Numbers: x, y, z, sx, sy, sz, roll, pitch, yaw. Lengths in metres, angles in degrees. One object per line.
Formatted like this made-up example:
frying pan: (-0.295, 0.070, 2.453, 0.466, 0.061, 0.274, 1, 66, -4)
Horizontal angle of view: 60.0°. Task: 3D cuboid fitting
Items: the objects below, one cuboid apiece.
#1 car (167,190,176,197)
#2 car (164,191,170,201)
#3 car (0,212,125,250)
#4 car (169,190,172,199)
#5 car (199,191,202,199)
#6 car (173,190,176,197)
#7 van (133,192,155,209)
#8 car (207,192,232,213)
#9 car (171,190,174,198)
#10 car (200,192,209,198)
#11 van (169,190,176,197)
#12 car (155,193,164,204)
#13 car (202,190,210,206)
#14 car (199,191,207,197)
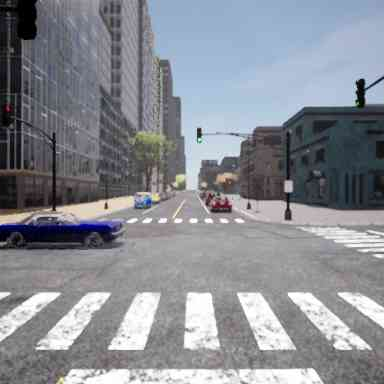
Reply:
car: (-5.494, 0.359, 89.048, 2.192, 1.841, 5.009, 1, 1, 0)
car: (-5.556, 0.931, 60.682, 1.802, 1.307, 4.206, 1, 1, 0)
car: (-5.105, 1.455, 13.086, 4.718, 1.301, 1.895, 0, 1, 1)
car: (-5.544, 0.854, 66.356, 1.947, 1.339, 4.313, 1, 1, 0)
car: (2.840, 0.603, 66.375, 2.192, 1.841, 5.009, 1, 1, 0)
car: (-5.509, 0.656, 83.376, 2.008, 1.369, 4.403, 1, 1, 0)
van: (-5.597, 0.934, 37.985, 1.690, 1.788, 3.998, 1, 1, 0)
car: (2.769, 1.094, 32.334, 1.967, 1.590, 4.097, 1, 1, 0)
car: (-5.533, 0.793, 72.029, 1.947, 1.339, 4.313, 1, 1, 0)
car: (2.859, 0.732, 77.725, 1.947, 1.339, 4.313, 1, 1, 0)
van: (-5.483, 0.324, 94.722, 1.690, 1.788, 3.998, 1, 1, 0)
car: (-5.578, 0.999, 49.164, 1.752, 1.417, 4.829, 1, 1, 0)
car: (2.795, 0.847, 43.680, 2.192, 1.841, 5.009, 1, 1, 0)
car: (2.883, 0.484, 89.071, 1.967, 1.590, 4.097, 1, 1, 0)
